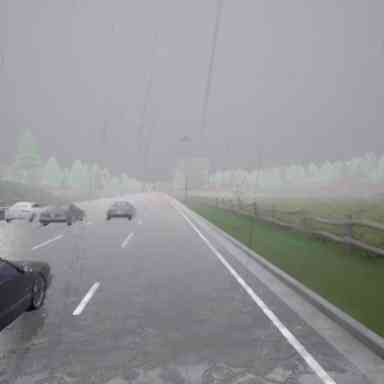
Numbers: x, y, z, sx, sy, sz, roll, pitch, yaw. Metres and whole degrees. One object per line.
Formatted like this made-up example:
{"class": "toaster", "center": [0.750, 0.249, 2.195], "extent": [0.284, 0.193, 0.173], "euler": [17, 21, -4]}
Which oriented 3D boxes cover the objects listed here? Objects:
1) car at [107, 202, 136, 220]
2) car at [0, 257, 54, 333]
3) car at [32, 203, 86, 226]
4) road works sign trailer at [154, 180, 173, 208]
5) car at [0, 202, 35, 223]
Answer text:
{"class": "car", "center": [-5.625, 1.465, 26.869], "extent": [1.994, 1.385, 4.181], "euler": [-1, 0, -5]}
{"class": "car", "center": [-3.643, 1.557, 4.593], "extent": [2.033, 1.411, 5.357], "euler": [-1, 0, -5]}
{"class": "car", "center": [-8.788, 1.502, 22.942], "extent": [2.033, 1.411, 5.357], "euler": [-1, 0, -5]}
{"class": "road works sign trailer", "center": [-3.600, 0.256, 42.411], "extent": [2.380, 3.560, 2.880], "euler": [-1, 0, -5]}
{"class": "car", "center": [-12.529, 1.503, 25.467], "extent": [1.812, 1.442, 4.674], "euler": [-1, 0, -5]}
